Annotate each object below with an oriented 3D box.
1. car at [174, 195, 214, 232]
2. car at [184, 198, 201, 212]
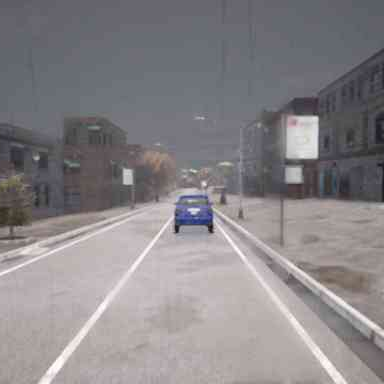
[{"bbox_3d":[0.098,1.174,19.824,2.150,2.045,5.566,0,0,0],"label":"car"},{"bbox_3d":[0.048,1.474,38.393,1.812,1.442,4.674,0,0,0],"label":"car"}]
